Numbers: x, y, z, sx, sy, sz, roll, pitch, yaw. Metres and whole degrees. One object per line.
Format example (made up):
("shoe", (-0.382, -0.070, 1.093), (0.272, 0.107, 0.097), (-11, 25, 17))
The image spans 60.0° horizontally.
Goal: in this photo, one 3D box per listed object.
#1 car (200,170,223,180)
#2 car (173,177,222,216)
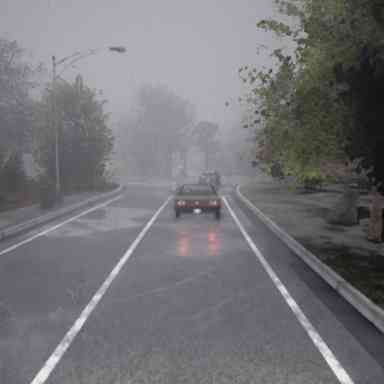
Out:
("car", (1.864, -1.408, 32.555), (2.128, 1.511, 4.902), (0, 4, 10))
("car", (0.258, 0.226, 14.978), (1.895, 1.301, 4.718), (0, 6, 2))
